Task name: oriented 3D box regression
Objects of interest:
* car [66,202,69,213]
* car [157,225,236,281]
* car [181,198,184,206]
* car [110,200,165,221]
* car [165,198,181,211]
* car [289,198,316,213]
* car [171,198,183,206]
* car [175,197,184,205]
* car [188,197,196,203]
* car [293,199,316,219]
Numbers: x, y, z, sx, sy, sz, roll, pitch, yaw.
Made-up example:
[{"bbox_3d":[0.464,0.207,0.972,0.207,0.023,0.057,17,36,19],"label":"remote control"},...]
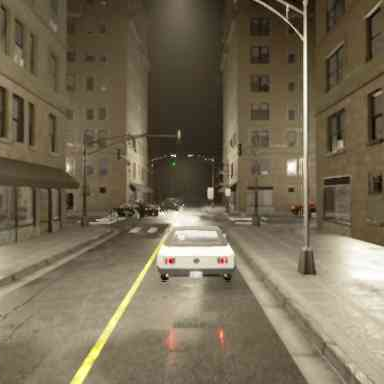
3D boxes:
[{"bbox_3d":[-14.790,1.503,32.908,5.009,1.841,2.192,0,0,0],"label":"car"},{"bbox_3d":[0.101,1.650,9.980,1.895,1.301,4.718,0,0,0],"label":"car"},{"bbox_3d":[-2.832,1.782,52.564,2.128,1.511,4.902,0,0,0],"label":"car"},{"bbox_3d":[-5.120,1.644,29.043,4.902,1.511,2.128,0,-1,38],"label":"car"},{"bbox_3d":[-2.845,1.587,43.354,2.097,1.767,4.553,0,0,0],"label":"car"},{"bbox_3d":[12.266,1.498,32.914,5.009,1.841,2.192,0,0,0],"label":"car"},{"bbox_3d":[-2.769,1.853,62.032,1.837,1.490,4.892,0,0,1],"label":"car"},{"bbox_3d":[-2.751,1.932,72.320,1.812,1.442,4.674,0,0,0],"label":"car"},{"bbox_3d":[-0.003,2.021,85.030,2.128,1.511,4.902,0,0,0],"label":"car"},{"bbox_3d":[12.235,1.666,30.376,4.892,1.490,1.837,0,0,0],"label":"car"}]
